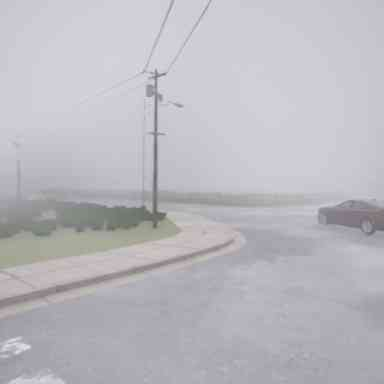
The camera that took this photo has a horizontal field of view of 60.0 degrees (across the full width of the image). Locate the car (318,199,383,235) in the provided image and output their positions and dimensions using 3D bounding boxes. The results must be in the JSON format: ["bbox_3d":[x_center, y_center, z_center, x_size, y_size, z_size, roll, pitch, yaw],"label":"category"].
[{"bbox_3d":[8.210,1.072,16.193,1.882,1.535,5.008,0,1,-15],"label":"car"}]

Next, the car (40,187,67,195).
[{"bbox_3d":[-20.771,-0.048,49.970,5.357,1.411,2.033,2,2,41],"label":"car"}]
